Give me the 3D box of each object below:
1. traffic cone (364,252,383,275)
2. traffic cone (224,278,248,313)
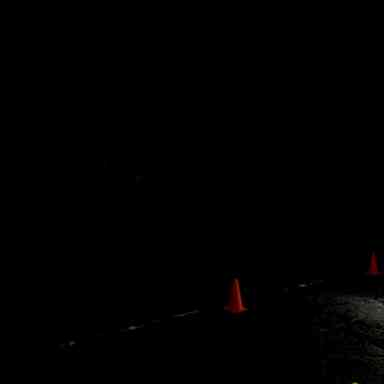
[{"bbox_3d":[5.030,1.962,9.211,0.340,0.580,0.340,0,0,-33],"label":"traffic cone"},{"bbox_3d":[0.844,1.956,6.391,0.340,0.580,0.340,0,0,-34],"label":"traffic cone"}]
